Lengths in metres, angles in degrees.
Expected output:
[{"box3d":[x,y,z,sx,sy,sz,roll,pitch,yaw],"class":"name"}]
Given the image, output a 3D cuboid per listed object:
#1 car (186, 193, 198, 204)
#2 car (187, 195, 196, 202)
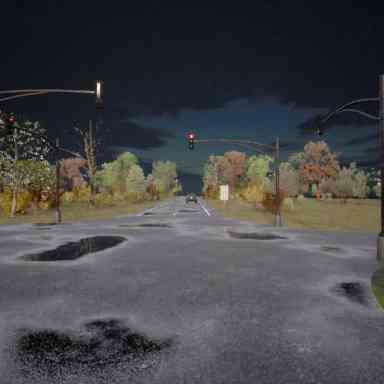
[{"box3d":[-0.047,1.292,67.572,2.150,2.045,5.566,0,0,0],"class":"car"},{"box3d":[-0.055,1.464,77.963,2.033,1.411,5.357,0,0,0],"class":"car"}]
